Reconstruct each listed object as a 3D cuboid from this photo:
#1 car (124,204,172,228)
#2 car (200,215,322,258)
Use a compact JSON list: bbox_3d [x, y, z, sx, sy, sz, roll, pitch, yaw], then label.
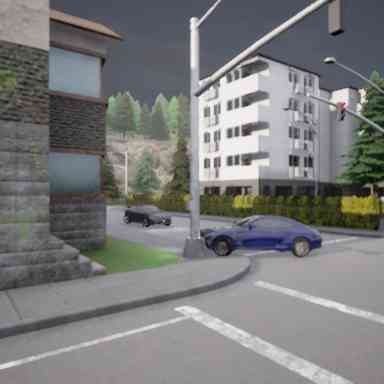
[{"bbox_3d":[-3.284,1.673,24.066,1.837,1.490,4.892,0,0,-36],"label":"car"},{"bbox_3d":[2.483,1.587,12.463,4.674,1.442,1.812,3,-3,-8],"label":"car"}]
